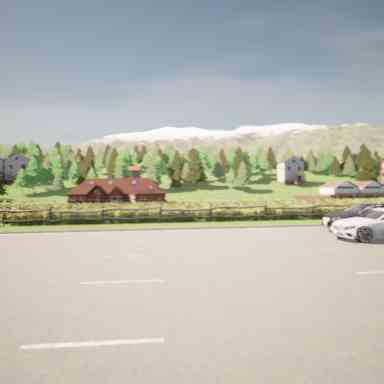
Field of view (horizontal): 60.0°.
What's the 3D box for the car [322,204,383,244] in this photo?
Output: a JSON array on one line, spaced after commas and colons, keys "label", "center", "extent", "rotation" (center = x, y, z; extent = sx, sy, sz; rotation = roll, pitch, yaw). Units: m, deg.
[{"label": "car", "center": [8.584, 1.432, 14.756], "extent": [4.674, 1.442, 1.812], "rotation": [-1, 0, -5]}]
